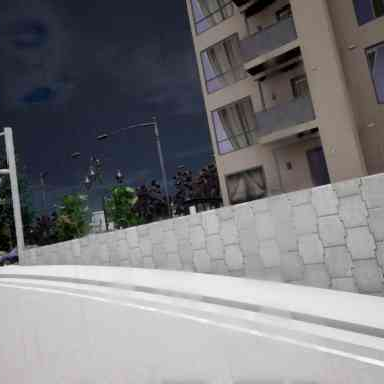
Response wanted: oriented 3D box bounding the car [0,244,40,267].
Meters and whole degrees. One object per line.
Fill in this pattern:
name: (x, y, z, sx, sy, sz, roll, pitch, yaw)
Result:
car: (-15.506, 5.654, 29.607, 2.097, 1.767, 4.553, -15, -9, 35)
